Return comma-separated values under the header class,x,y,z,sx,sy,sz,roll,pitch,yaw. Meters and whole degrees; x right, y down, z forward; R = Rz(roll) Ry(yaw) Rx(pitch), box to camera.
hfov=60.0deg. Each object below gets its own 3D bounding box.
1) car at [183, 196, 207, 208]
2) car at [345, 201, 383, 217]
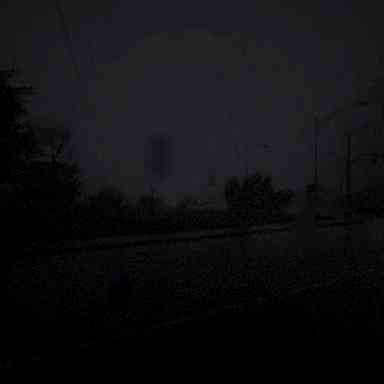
class,x,y,z,sx,sy,sz,roll,pitch,yaw
car,0.478,1.385,51.029,2.097,1.767,4.553,0,-1,-39
car,16.741,1.570,30.757,2.128,1.511,4.902,0,0,-39
